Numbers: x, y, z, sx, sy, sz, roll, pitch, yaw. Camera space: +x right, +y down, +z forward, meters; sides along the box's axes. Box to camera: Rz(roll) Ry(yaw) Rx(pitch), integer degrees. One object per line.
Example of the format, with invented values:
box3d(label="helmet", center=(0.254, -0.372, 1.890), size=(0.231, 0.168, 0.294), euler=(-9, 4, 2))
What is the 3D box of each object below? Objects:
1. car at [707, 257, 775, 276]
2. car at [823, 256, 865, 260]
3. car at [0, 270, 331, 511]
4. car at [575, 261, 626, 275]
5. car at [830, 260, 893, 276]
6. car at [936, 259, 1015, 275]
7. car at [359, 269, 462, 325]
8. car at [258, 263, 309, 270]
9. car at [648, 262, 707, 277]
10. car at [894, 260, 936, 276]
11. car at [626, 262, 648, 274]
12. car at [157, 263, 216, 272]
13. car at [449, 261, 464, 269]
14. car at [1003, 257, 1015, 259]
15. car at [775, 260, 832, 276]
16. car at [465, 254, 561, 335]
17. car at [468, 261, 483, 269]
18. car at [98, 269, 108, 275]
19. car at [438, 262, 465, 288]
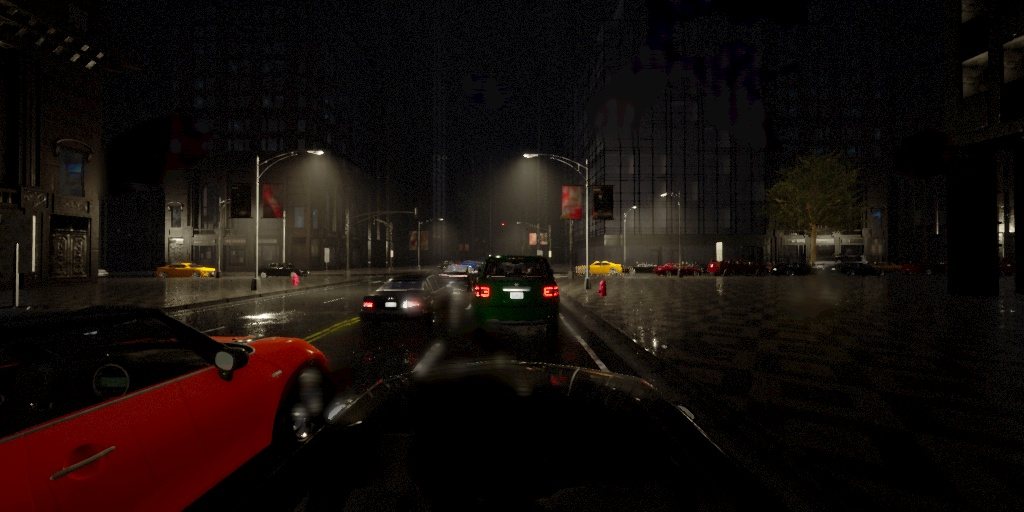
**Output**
box3d(label="car", center=(21.008, 1.041, 33.449), size=(5.009, 1.841, 2.192), euler=(0, 0, -1))
box3d(label="car", center=(35.787, 0.977, 39.422), size=(5.566, 2.045, 2.150), euler=(0, -1, 0))
box3d(label="car", center=(-3.146, 1.102, 2.342), size=(2.097, 1.767, 4.553), euler=(0, 0, 0))
box3d(label="car", center=(9.423, 1.315, 39.295), size=(5.008, 1.535, 1.882), euler=(0, -1, 4))
box3d(label="car", center=(32.282, 1.260, 33.605), size=(4.313, 1.339, 1.948), euler=(0, 0, -1))
box3d(label="car", center=(43.558, 1.214, 33.761), size=(4.507, 1.381, 1.888), euler=(0, 0, -1))
box3d(label="car", center=(-3.120, 1.307, 11.754), size=(2.033, 1.411, 5.357), euler=(0, 0, 0))
box3d(label="car", center=(-22.556, 1.432, 35.460), size=(4.892, 1.490, 1.837), euler=(0, -1, 0))
box3d(label="car", center=(15.369, 1.327, 33.370), size=(4.207, 1.307, 1.802), euler=(0, 0, -1))
box3d(label="car", center=(42.570, 1.179, 36.378), size=(5.008, 1.535, 1.882), euler=(0, -1, 0))
box3d(label="car", center=(15.253, 1.413, 41.894), size=(4.313, 1.339, 1.948), euler=(0, 0, -1))
box3d(label="car", center=(-32.072, 1.449, 35.487), size=(5.008, 1.535, 1.882), euler=(0, -1, 0))
box3d(label="car", center=(-9.713, 1.572, 63.218), size=(1.812, 1.442, 4.674), euler=(0, 0, 1))
box3d(label="car", center=(49.197, 0.973, 33.839), size=(5.009, 1.841, 2.192), euler=(0, 0, -1))
box3d(label="car", center=(26.645, 1.276, 33.526), size=(4.313, 1.339, 1.948), euler=(0, 0, -1))
box3d(label="car", center=(0.115, 0.979, 10.670), size=(2.150, 2.045, 5.566), euler=(0, 0, 0))
box3d(label="car", center=(-6.454, 1.600, 64.073), size=(2.033, 1.411, 5.357), euler=(0, 0, 1))
box3d(label="car", center=(-42.996, 1.547, 35.517), size=(4.674, 1.442, 1.812), euler=(0, -1, 0))
box3d(label="car", center=(-3.122, 1.280, 21.491), size=(2.128, 1.511, 4.902), euler=(0, 0, 0))
